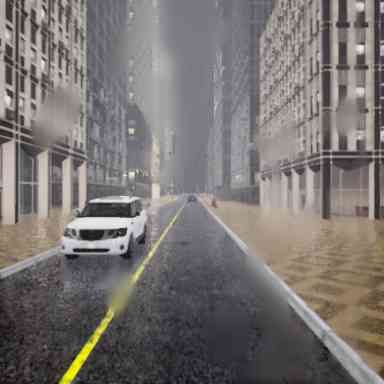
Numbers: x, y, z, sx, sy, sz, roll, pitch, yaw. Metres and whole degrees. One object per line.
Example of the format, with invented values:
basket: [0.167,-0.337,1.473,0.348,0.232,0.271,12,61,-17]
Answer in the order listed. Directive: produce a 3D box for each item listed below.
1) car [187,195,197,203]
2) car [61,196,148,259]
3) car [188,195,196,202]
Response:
car: [0.042,1.401,68.958,2.097,1.767,4.553,0,0,0]
car: [-3.076,1.224,12.909,2.150,2.045,5.566,0,1,0]
car: [0.048,1.471,79.023,1.837,1.490,4.892,0,0,0]
